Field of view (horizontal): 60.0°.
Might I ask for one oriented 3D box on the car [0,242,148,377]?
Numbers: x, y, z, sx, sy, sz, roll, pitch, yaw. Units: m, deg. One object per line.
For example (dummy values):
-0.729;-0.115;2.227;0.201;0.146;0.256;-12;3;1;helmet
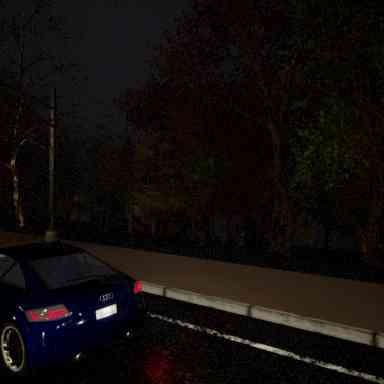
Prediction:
-2.747;1.563;5.628;4.181;1.385;1.994;0;0;37;car
